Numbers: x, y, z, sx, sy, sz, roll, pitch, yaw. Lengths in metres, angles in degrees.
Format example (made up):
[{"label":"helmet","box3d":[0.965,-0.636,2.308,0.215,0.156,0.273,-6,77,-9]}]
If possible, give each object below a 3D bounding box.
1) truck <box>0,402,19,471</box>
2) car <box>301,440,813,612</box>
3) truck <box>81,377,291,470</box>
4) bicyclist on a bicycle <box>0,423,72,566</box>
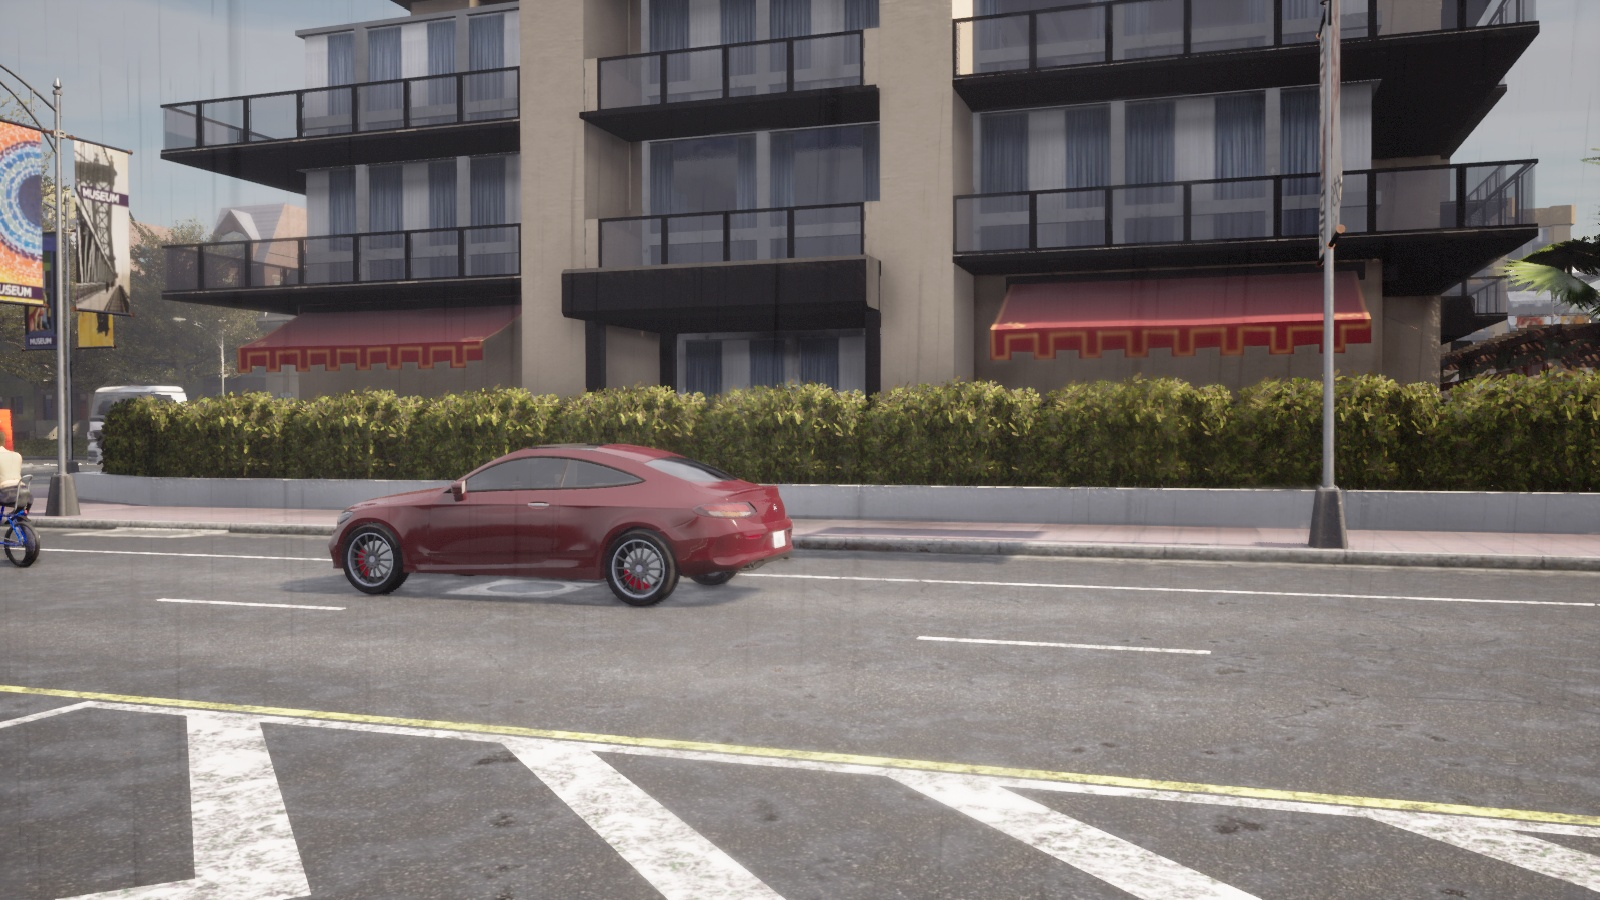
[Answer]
[{"label":"truck","box3d":[-30.672,-0.478,43.900,2.627,2.467,5.204,1,1,18]},{"label":"car","box3d":[-2.382,0.645,12.406,4.674,1.442,1.812,1,1,19]},{"label":"truck","box3d":[-24.645,-1.064,50.973,2.891,3.462,7.936,1,1,18]},{"label":"bicyclist on a bicycle","box3d":[-9.546,0.490,14.820,1.509,1.612,0.866,1,1,19]}]
